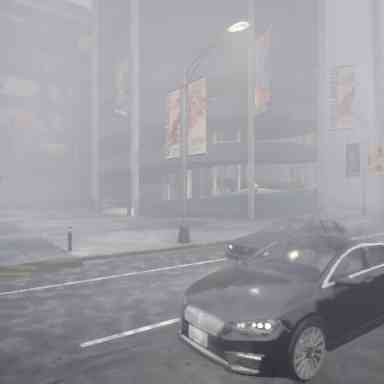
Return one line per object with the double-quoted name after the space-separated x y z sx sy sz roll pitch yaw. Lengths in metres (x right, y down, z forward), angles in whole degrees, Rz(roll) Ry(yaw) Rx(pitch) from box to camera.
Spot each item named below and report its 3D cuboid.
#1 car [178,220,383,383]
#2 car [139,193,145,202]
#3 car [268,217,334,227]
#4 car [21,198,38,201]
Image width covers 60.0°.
2.060 1.490 5.509 4.902 1.511 2.128 0 0 -36 "car"
-11.022 1.029 63.943 2.435 2.045 5.566 0 0 -36 "car"
3.619 1.547 10.939 5.357 1.411 2.033 0 0 -36 "car"
-25.528 1.463 52.433 1.895 1.301 4.718 0 0 -36 "car"
